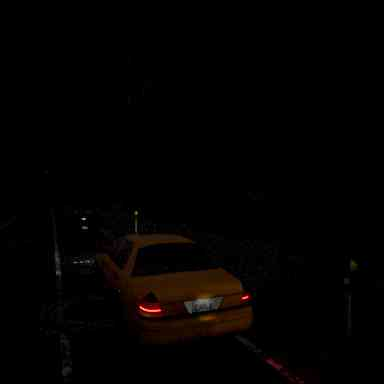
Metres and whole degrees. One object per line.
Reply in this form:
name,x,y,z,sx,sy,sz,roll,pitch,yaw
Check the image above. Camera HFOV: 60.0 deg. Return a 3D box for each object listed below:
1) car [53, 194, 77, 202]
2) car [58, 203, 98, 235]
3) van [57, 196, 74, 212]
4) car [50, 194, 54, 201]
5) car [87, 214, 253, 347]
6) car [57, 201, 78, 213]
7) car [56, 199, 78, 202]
car,-12.667,1.311,33.868,2.192,1.841,5.009,0,0,-23
car,-6.204,1.549,18.609,2.008,1.369,4.403,0,0,-23
van,-14.821,1.337,38.954,1.690,1.788,3.998,0,0,-23
car,-32.201,1.457,79.257,1.967,1.590,4.097,0,0,-24
car,-0.848,1.456,6.708,1.801,1.575,5.366,0,0,-23
car,-8.359,1.548,23.695,2.008,1.369,4.403,0,0,-23
car,-10.513,1.563,28.781,1.947,1.339,4.313,0,0,-23
